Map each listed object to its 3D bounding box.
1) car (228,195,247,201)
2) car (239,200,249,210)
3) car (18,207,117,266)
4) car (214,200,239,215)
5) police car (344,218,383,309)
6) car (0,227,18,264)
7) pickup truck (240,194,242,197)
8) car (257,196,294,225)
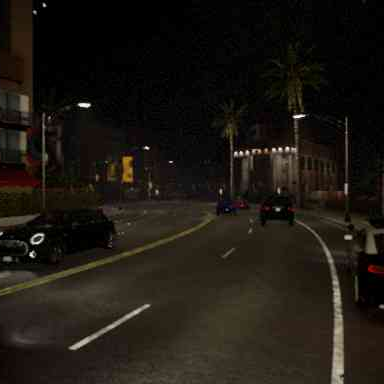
[{"bbox_3d":[12.497,1.650,91.206,4.674,1.452,2.002,0,0,39],"label":"car"},{"bbox_3d":[5.966,1.674,43.698,1.994,1.385,4.181,0,0,-10],"label":"car"},{"bbox_3d":[-4.707,1.408,11.999,2.097,1.767,4.553,0,0,21],"label":"car"},{"bbox_3d":[3.422,1.570,34.666,1.882,1.535,5.008,0,0,1],"label":"car"},{"bbox_3d":[4.677,1.429,7.652,1.930,1.638,5.238,0,0,22],"label":"police car"},{"bbox_3d":[-4.555,1.381,3.308,2.097,1.767,4.553,0,0,28],"label":"car"},{"bbox_3d":[13.468,1.267,75.077,2.390,2.098,6.274,0,0,39],"label":"pickup truck"},{"bbox_3d":[6.080,1.272,24.467,2.150,2.045,5.566,0,0,9],"label":"car"}]
